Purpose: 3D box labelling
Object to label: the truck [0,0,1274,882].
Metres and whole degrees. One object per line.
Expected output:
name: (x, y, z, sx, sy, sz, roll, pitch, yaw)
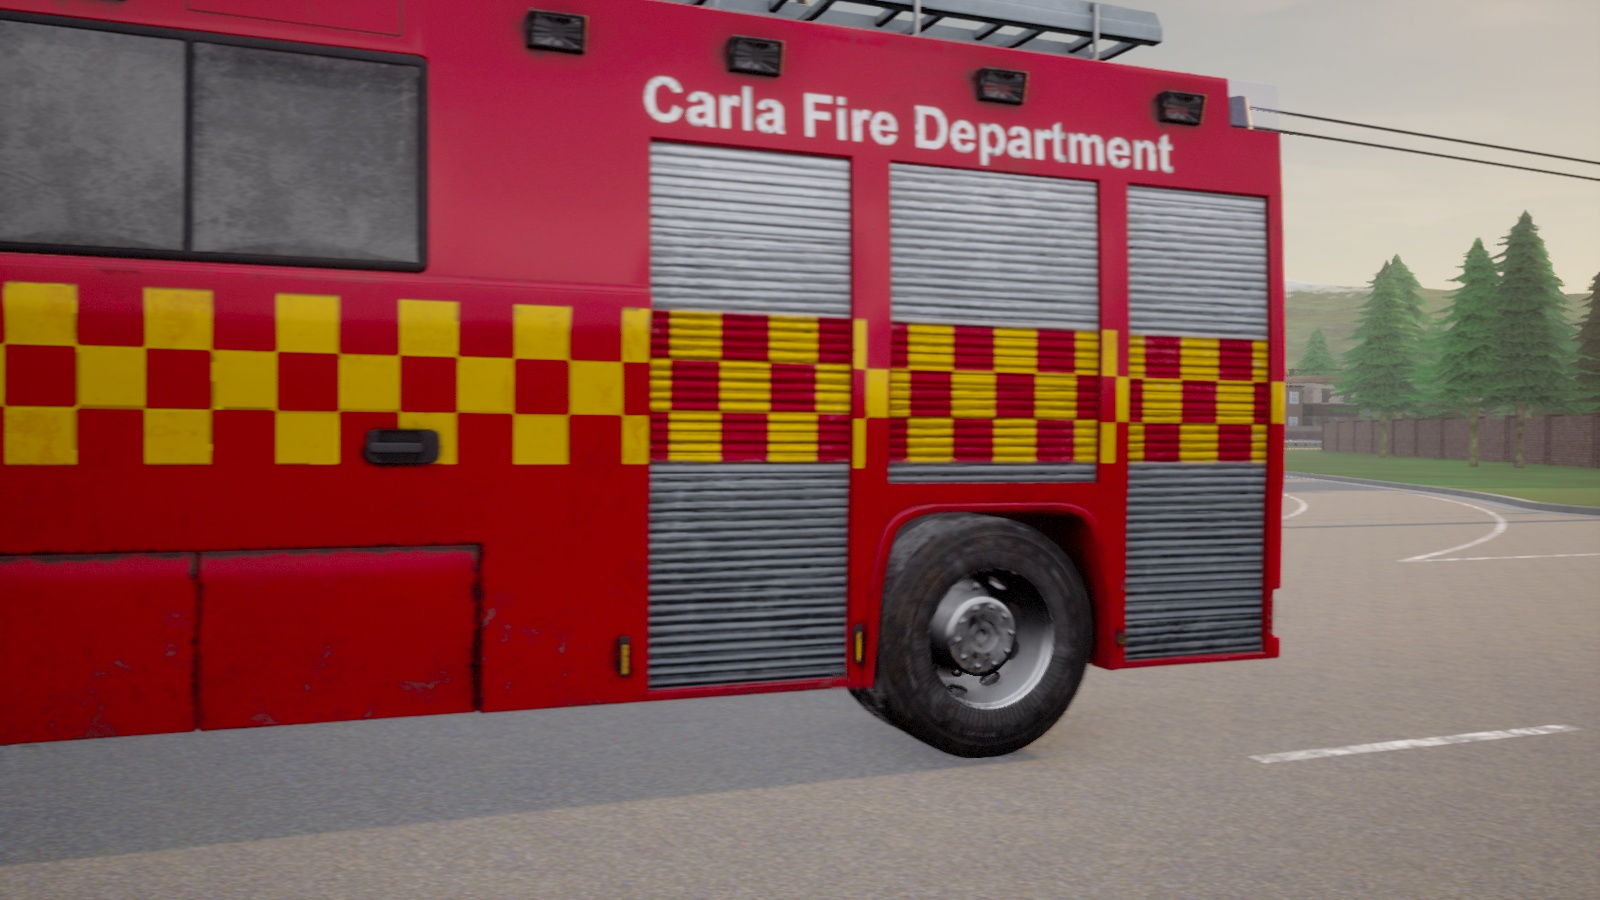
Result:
truck: (-2.092, -0.445, 6.174, 8.468, 3.827, 2.891, -1, 1, -21)
